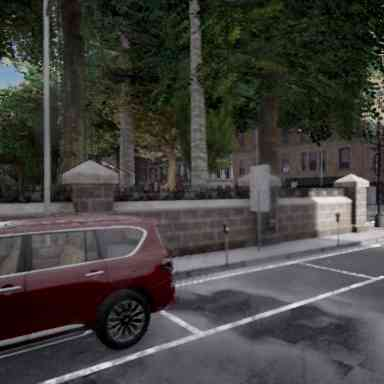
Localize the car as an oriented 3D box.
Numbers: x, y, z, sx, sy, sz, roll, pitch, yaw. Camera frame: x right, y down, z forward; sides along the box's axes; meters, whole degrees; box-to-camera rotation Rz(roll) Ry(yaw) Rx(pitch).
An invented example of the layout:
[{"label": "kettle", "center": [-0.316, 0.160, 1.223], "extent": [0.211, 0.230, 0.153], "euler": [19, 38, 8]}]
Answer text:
[{"label": "car", "center": [-2.573, 1.313, 4.698], "extent": [5.009, 1.841, 2.192], "euler": [0, 0, -35]}]
